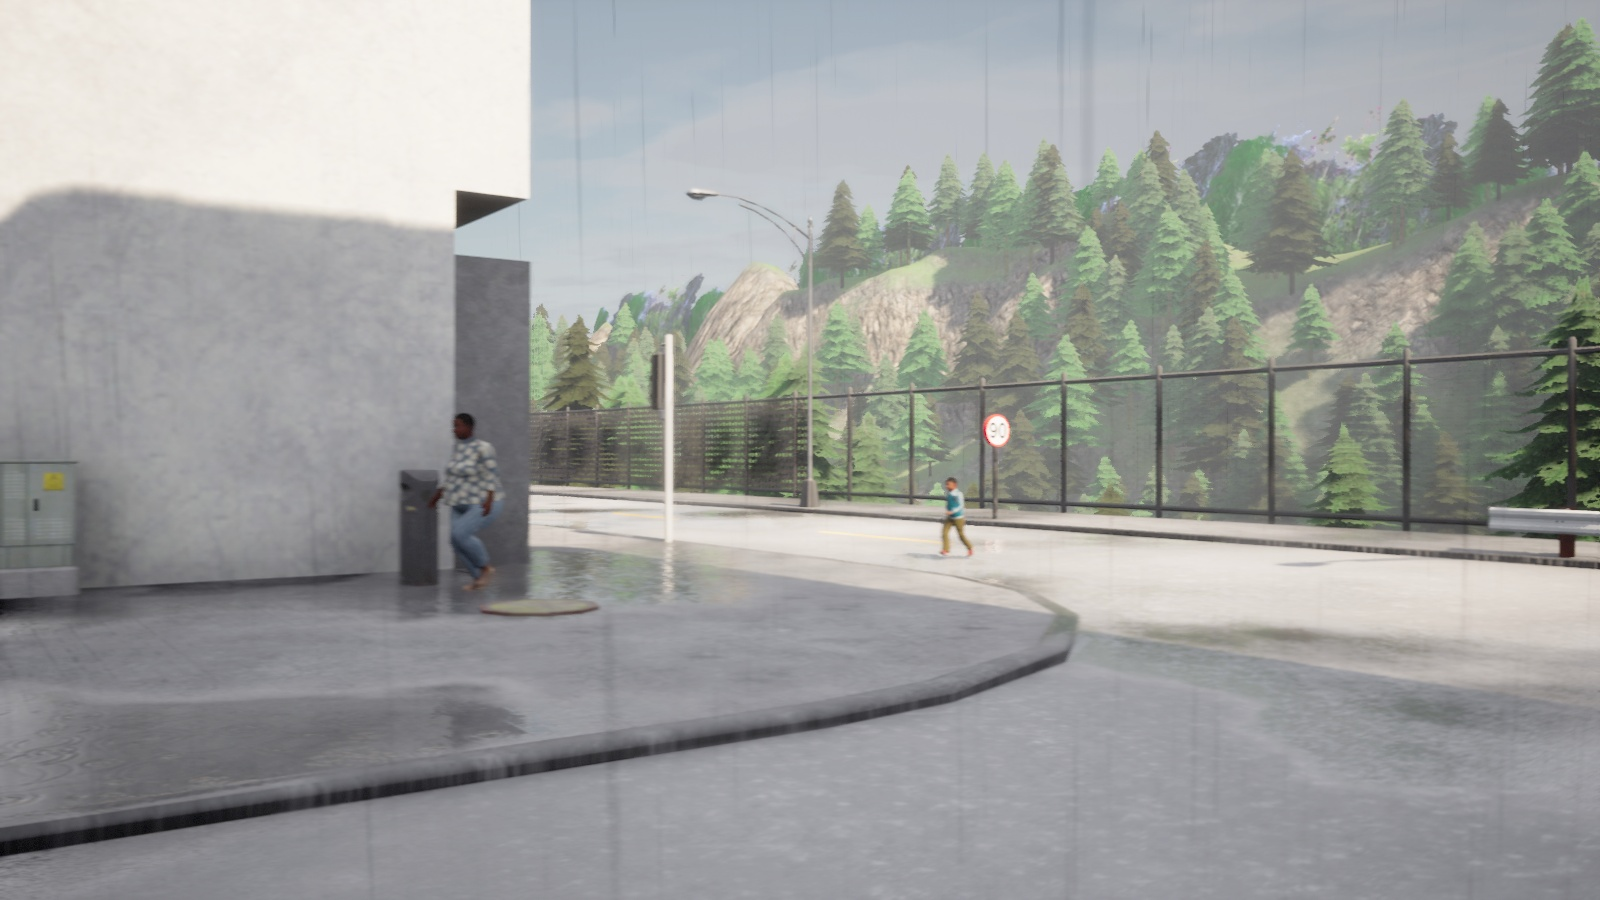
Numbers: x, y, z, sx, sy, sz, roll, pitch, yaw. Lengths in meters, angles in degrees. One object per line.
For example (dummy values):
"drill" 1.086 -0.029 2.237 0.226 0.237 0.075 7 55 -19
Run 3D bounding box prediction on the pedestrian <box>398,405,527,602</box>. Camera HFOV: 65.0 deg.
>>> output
"pedestrian" -3.348 0.501 12.453 0.874 1.855 0.900 0 0 42

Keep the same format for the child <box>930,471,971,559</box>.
"child" 2.091 0.897 17.449 0.448 1.192 0.343 0 0 -34
